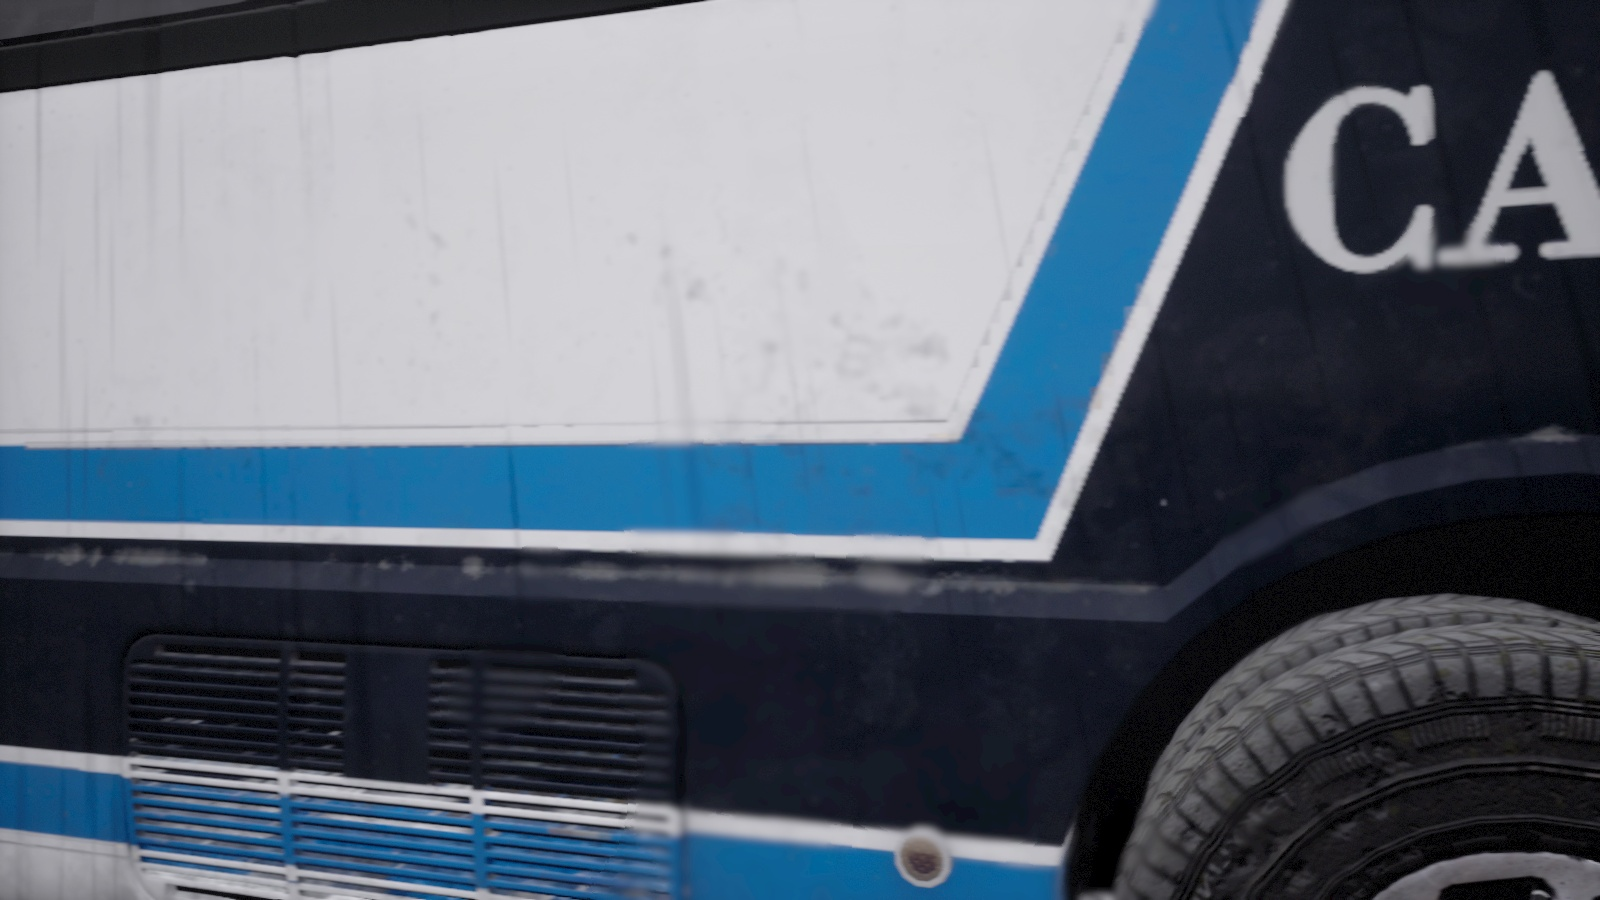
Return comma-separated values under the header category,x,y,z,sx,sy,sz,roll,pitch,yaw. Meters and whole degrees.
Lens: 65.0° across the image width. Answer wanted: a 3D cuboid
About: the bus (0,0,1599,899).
category,x,y,z,sx,sy,sz,roll,pitch,yaw
bus,-0.934,-0.618,4.018,10.273,4.253,3.944,0,1,19
